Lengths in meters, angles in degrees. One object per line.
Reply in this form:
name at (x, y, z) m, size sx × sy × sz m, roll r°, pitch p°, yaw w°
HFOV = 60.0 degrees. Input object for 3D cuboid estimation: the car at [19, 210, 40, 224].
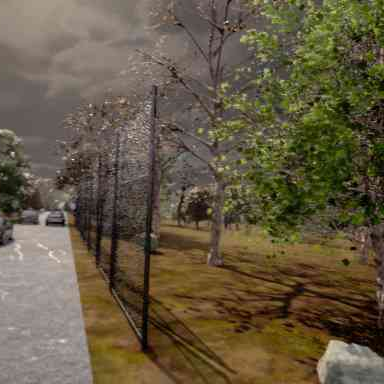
car at (-18.503, 2.874, 37.829) m, size 1.837 × 1.490 × 4.892 m, roll 3°, pitch -3°, yaw -21°

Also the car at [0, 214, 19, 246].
car at (-11.231, 2.092, 18.584) m, size 1.837 × 1.490 × 4.892 m, roll 3°, pitch -3°, yaw -21°

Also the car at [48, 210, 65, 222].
car at (-18.719, 3.324, 46.122) m, size 1.994 × 1.385 × 4.181 m, roll 3°, pitch -3°, yaw -20°

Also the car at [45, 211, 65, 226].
car at (-14.913, 2.948, 36.326) m, size 1.994 × 1.385 × 4.181 m, roll 3°, pitch -3°, yaw -21°
